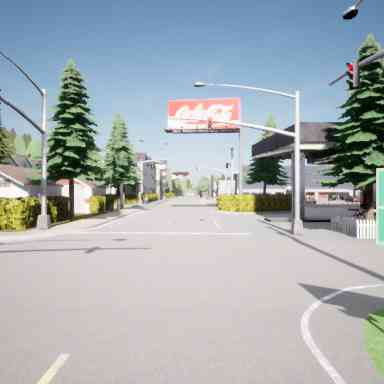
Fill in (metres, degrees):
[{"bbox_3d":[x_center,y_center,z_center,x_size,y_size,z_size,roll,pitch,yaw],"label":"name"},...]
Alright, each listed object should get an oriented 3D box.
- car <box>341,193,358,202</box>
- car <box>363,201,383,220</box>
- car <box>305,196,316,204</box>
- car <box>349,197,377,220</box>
[{"bbox_3d":[34.844,1.508,71.836,2.007,1.523,4.514,0,0,0],"label":"car"},{"bbox_3d":[18.668,1.679,30.633,4.611,1.667,2.242,0,0,0],"label":"car"},{"bbox_3d":[22.447,1.569,64.033,1.970,1.475,3.806,0,0,0],"label":"car"},{"bbox_3d":[14.346,1.511,24.960,3.866,1.878,1.905,0,0,0],"label":"car"}]
